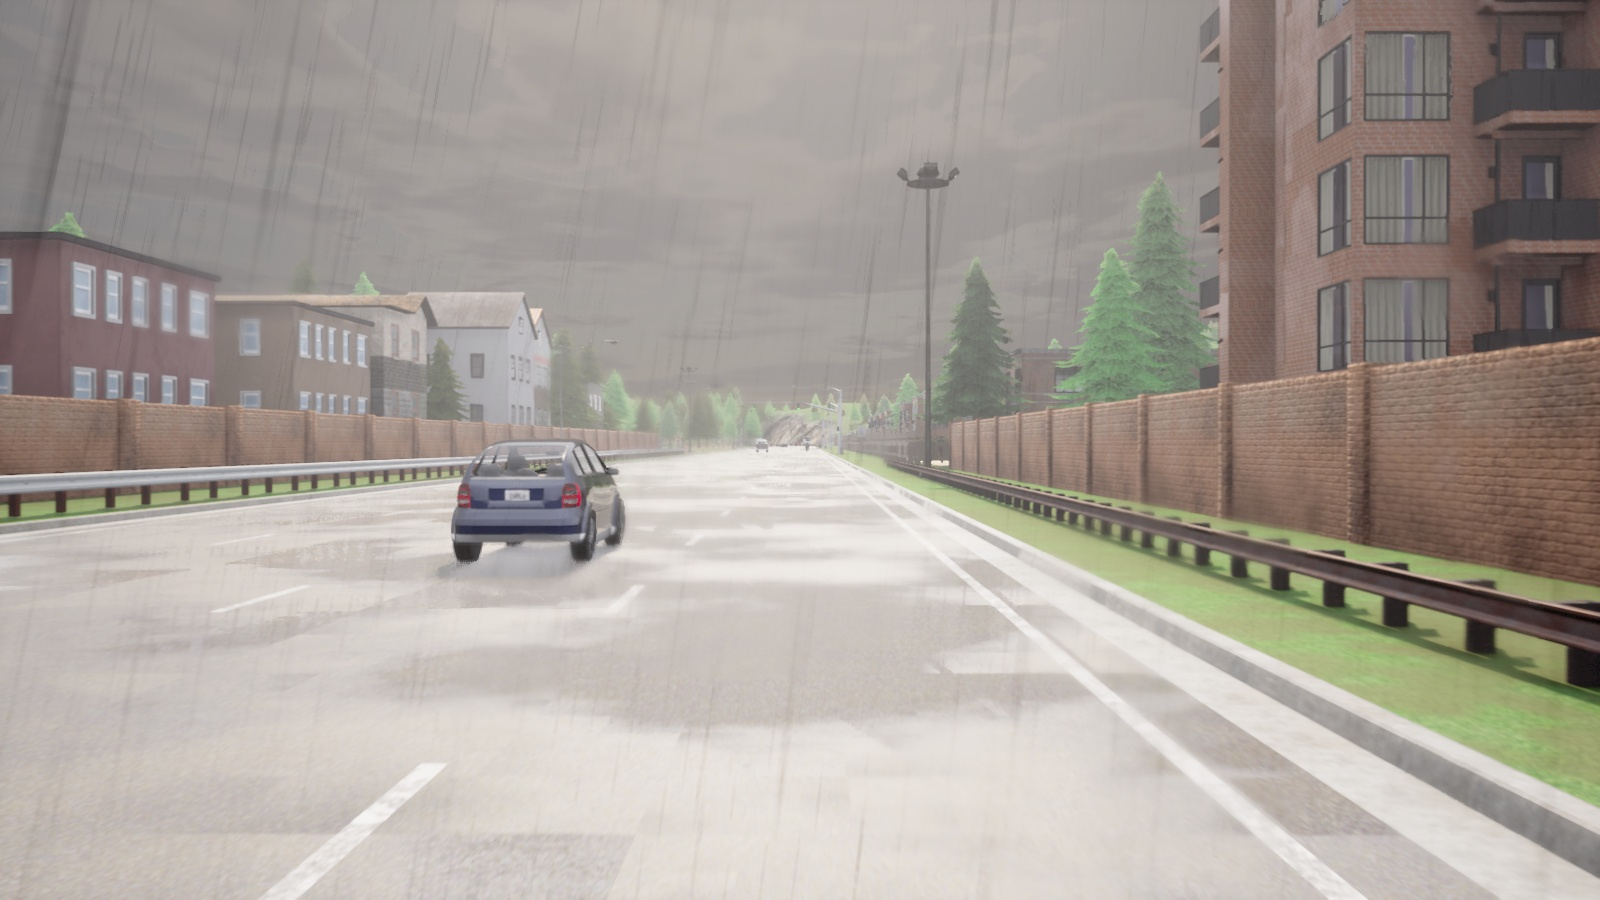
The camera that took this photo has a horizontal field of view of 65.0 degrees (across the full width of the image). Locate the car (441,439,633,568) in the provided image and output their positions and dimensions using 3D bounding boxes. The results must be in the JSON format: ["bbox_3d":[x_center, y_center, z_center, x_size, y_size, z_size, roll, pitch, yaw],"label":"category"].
[{"bbox_3d":[-3.389,0.627,16.872,1.789,1.549,3.705,0,0,0],"label":"car"}]
